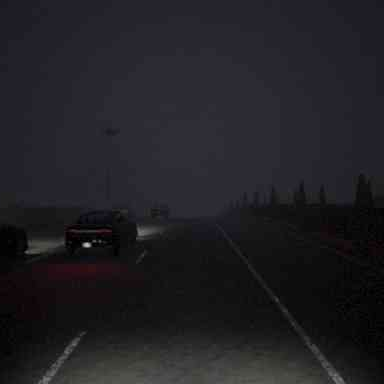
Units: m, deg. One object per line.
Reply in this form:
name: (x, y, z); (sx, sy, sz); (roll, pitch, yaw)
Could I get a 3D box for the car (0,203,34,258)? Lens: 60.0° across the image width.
car: (-6.901, 1.354, 9.974); (2.097, 1.767, 4.553); (0, 0, 0)

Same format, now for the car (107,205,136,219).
car: (-6.905, 1.966, 33.193); (1.895, 1.301, 4.718); (0, -3, 0)

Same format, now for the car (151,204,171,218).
car: (-3.406, 2.065, 36.577); (2.128, 1.511, 4.902); (0, -4, 0)

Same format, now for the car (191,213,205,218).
car: (1.217, 4.278, 56.891); (1.812, 1.442, 4.674); (0, -7, 0)

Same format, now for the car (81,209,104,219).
car: (-14.090, 3.174, 47.431); (1.895, 1.301, 4.718); (0, -7, 0)

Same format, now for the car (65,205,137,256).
car: (-3.402, 1.495, 13.190); (2.128, 1.511, 4.902); (0, 0, 0)

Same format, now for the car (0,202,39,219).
car: (-17.601, 1.870, 33.463); (2.128, 1.511, 4.902); (0, -3, 0)
